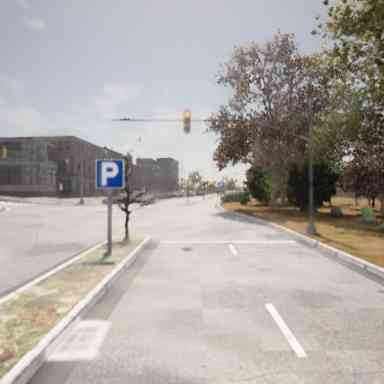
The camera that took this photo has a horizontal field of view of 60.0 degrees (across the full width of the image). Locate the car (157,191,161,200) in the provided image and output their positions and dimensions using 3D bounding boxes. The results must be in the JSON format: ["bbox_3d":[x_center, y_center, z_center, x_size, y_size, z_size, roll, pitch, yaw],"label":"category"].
[{"bbox_3d":[-9.434,1.091,70.117,4.674,1.452,2.002,-1,0,-13],"label":"car"}]

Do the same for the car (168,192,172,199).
[{"bbox_3d":[-8.189,0.764,79.106,5.566,2.045,2.435,-1,0,-12],"label":"car"}]

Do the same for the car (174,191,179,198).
[{"bbox_3d":[-6.822,0.981,88.049,5.008,1.535,2.097,-1,0,-11],"label":"car"}]

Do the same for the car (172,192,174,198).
[{"bbox_3d":[-7.773,1.005,82.087,5.008,1.535,2.097,-1,0,-12],"label":"car"}]

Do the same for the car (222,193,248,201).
[{"bbox_3d":[8.560,1.046,66.601,4.674,1.452,2.002,1,0,-13],"label":"car"}]

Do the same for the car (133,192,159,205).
[{"bbox_3d":[-6.791,1.126,49.716,2.128,1.511,4.902,0,0,5],"label":"car"}]

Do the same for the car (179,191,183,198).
[{"bbox_3d":[-5.794,0.831,94.008,4.553,1.767,2.185,-1,0,-10],"label":"car"}]

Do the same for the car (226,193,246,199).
[{"bbox_3d":[11.541,0.942,87.130,4.792,1.488,2.163,0,0,-10],"label":"car"}]

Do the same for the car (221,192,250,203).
[{"bbox_3d":[7.529,0.919,57.766,4.553,1.767,2.185,0,0,-14],"label":"car"}]

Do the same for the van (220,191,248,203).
[{"bbox_3d":[7.152,0.831,54.795,4.442,1.987,1.878,1,1,-14],"label":"van"}]

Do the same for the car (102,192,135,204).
[{"bbox_3d":[-11.569,1.155,52.160,4.792,1.488,2.163,-1,0,-15],"label":"car"}]

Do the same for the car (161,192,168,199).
[{"bbox_3d":[-8.632,1.068,76.100,4.674,1.452,2.002,-1,0,-12],"label":"car"}]

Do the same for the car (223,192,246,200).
[{"bbox_3d":[9.287,0.854,72.470,4.553,1.767,2.185,0,0,-12],"label":"car"}]

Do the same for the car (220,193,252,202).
[{"bbox_3d":[8.058,1.031,60.761,5.366,1.575,1.946,1,0,-13],"label":"car"}]
